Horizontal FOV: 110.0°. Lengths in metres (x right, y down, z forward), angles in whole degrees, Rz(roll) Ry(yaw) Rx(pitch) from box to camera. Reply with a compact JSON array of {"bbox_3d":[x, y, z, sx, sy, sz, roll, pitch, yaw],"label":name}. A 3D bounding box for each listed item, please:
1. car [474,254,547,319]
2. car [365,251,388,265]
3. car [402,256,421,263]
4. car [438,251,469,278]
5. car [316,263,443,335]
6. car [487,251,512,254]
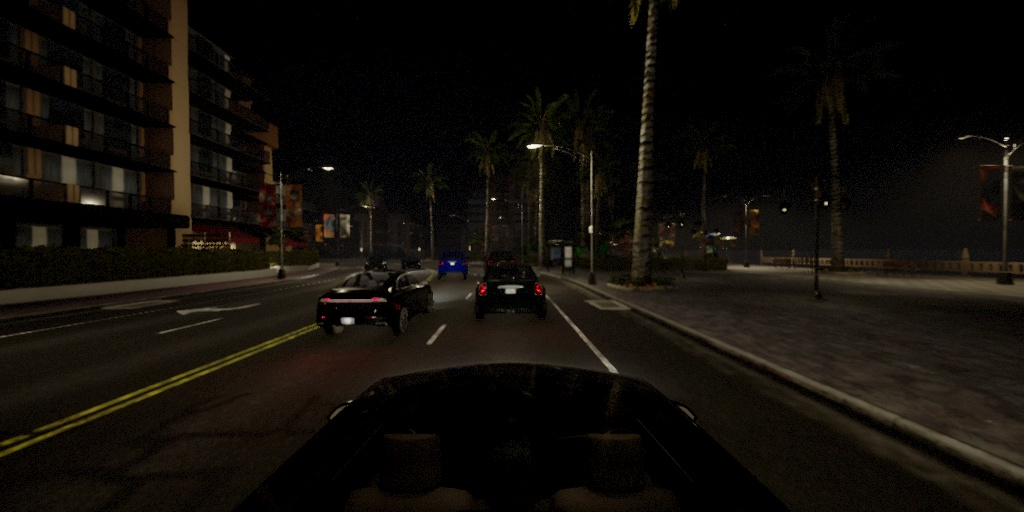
[{"bbox_3d":[-0.060,0.958,12.178,2.097,1.767,4.553,0,1,-1],"label":"car"},{"bbox_3d":[-14.370,0.653,38.145,2.097,1.767,4.553,-1,1,-19],"label":"car"},{"bbox_3d":[-11.200,0.741,39.815,1.882,1.535,5.008,0,1,-19],"label":"car"},{"bbox_3d":[-4.564,0.620,27.995,2.150,2.045,5.566,0,1,-7],"label":"car"},{"bbox_3d":[-3.536,1.140,10.093,2.128,1.511,4.902,0,1,-1],"label":"car"},{"bbox_3d":[-1.059,0.603,28.088,2.150,2.045,5.566,0,1,-8],"label":"car"}]
